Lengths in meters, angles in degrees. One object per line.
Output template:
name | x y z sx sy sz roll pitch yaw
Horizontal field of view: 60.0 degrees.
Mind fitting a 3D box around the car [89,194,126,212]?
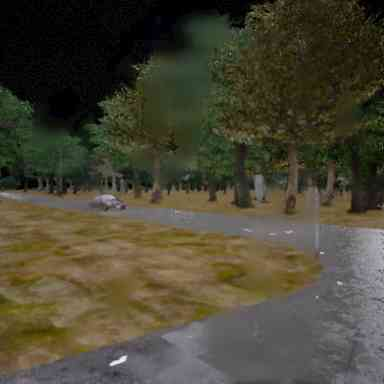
car | -7.626 0.915 29.589 1.812 1.442 4.674 -1 2 -39
